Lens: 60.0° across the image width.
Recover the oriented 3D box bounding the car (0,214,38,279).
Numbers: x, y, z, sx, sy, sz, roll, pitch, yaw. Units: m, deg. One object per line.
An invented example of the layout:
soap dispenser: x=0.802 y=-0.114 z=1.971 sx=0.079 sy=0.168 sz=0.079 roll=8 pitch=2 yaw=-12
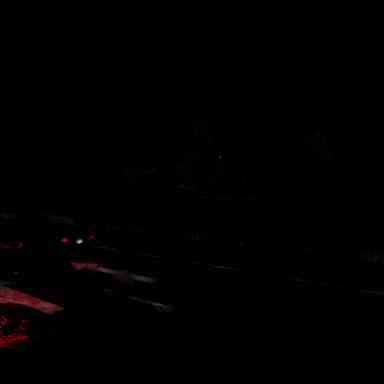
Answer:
car: x=-6.258 y=1.379 z=8.474 sx=5.008 sy=1.535 sz=1.882 roll=0 pitch=0 yaw=36

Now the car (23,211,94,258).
car: x=-5.575 y=1.410 z=12.280 sx=4.674 sy=1.442 sz=1.812 roll=1 pitch=0 yaw=35
